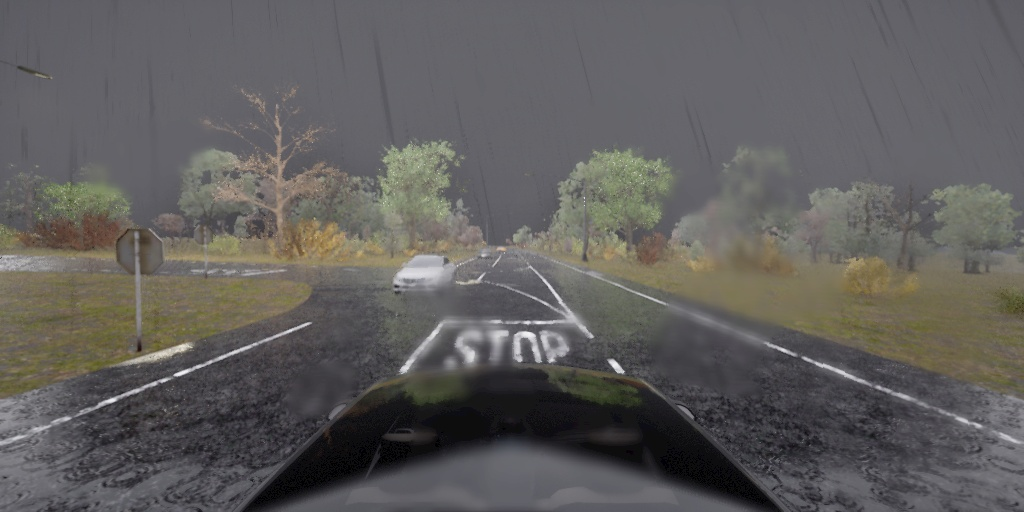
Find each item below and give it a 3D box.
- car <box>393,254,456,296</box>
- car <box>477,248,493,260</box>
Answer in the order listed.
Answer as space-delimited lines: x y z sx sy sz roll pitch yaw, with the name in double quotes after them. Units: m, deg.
-3.496 0.658 15.128 1.812 1.442 4.674 2 4 0 "car"
-3.604 -0.271 48.262 2.128 1.511 4.902 0 2 0 "car"
